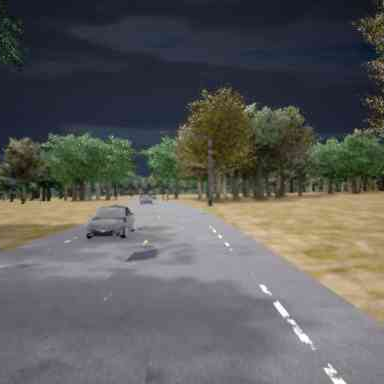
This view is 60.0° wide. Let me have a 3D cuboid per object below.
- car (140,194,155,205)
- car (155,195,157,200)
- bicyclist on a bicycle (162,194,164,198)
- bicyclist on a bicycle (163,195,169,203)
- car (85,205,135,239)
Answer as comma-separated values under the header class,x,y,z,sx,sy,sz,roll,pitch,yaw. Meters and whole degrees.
class,x,y,z,sx,sy,sz,roll,pitch,yaw
car,-7.998,1.266,58.217,2.097,1.767,4.553,0,0,-8
car,-10.807,1.393,91.905,2.033,1.411,5.357,0,0,-14
bicyclist on a bicycle,-6.567,1.395,76.465,0.582,1.620,1.656,0,-1,-11
bicyclist on a bicycle,-4.933,1.380,67.615,0.582,1.620,1.656,0,0,-10
car,-4.039,1.465,17.059,1.837,1.490,4.892,0,0,-3
